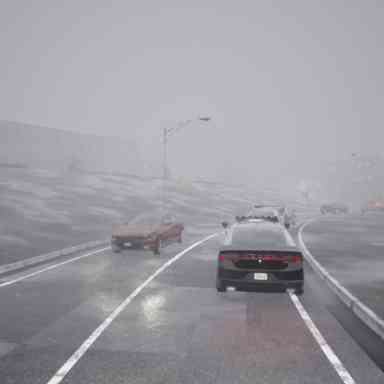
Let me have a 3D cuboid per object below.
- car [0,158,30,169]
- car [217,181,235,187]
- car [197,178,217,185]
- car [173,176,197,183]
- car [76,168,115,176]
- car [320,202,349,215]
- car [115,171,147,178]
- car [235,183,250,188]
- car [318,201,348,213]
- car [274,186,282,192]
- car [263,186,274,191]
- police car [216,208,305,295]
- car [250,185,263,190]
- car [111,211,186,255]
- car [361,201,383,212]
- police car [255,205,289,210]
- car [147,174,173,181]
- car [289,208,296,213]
[{"bbox_3d":[-22.680,-3.284,41.451,4.553,1.767,2.185,3,-5,-41],"label":"car"},{"bbox_3d":[5.952,-1.381,67.553,2.163,1.488,4.792,-4,-6,44],"label":"car"},{"bbox_3d":[1.946,-1.826,63.480,4.553,1.767,2.185,4,-6,-44],"label":"car"},{"bbox_3d":[-2.009,-1.973,59.624,5.008,1.535,2.097,4,-6,-43],"label":"car"},{"bbox_3d":[-14.380,-2.726,48.559,4.892,1.521,2.231,3,-5,-41],"label":"car"},{"bbox_3d":[17.852,2.049,41.594,4.892,1.490,1.837,1,-4,-41],"label":"car"},{"bbox_3d":[-10.198,-2.495,52.154,4.892,1.521,2.231,3,-5,-41],"label":"car"},{"bbox_3d":[9.736,-1.087,71.561,2.002,1.452,4.674,-4,-6,43],"label":"car"},{"bbox_3d":[20.918,2.218,49.174,4.553,1.767,2.097,1,-4,-40],"label":"car"},{"bbox_3d":[20.631,-0.418,84.157,2.435,2.045,5.566,-3,-6,40],"label":"car"},{"bbox_3d":[17.046,-0.641,79.846,2.185,1.767,4.553,-4,-6,41],"label":"car"},{"bbox_3d":[1.749,1.458,9.037,1.930,1.638,5.238,-1,0,9],"label":"police car"},{"bbox_3d":[13.366,-0.839,75.580,2.231,1.521,4.892,-4,-6,42],"label":"car"},{"bbox_3d":[-1.682,1.618,14.238,1.882,1.535,5.008,-1,-1,14],"label":"car"},{"bbox_3d":[27.244,2.117,49.756,4.553,1.767,2.097,2,-4,-39],"label":"car"},{"bbox_3d":[4.061,1.544,18.299,1.930,1.638,5.238,-1,-1,19],"label":"police car"},{"bbox_3d":[-6.063,-2.200,55.843,4.674,1.452,2.002,4,-6,-42],"label":"car"},{"bbox_3d":[6.136,1.693,23.518,1.837,1.490,4.892,-2,-1,24],"label":"car"}]
